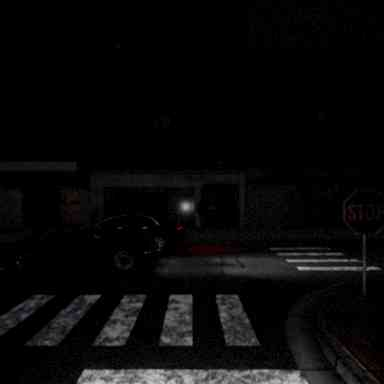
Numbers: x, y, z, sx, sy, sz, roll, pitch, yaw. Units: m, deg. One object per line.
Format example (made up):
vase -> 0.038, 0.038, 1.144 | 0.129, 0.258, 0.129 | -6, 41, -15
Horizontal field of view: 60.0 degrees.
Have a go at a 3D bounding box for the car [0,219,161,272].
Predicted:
car -> -3.503, 1.675, 10.513 | 4.718, 1.301, 1.895 | 0, 0, 0

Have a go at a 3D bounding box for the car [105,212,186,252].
car -> -2.712, 1.589, 13.466 | 4.892, 1.490, 1.837 | 0, 0, 0
